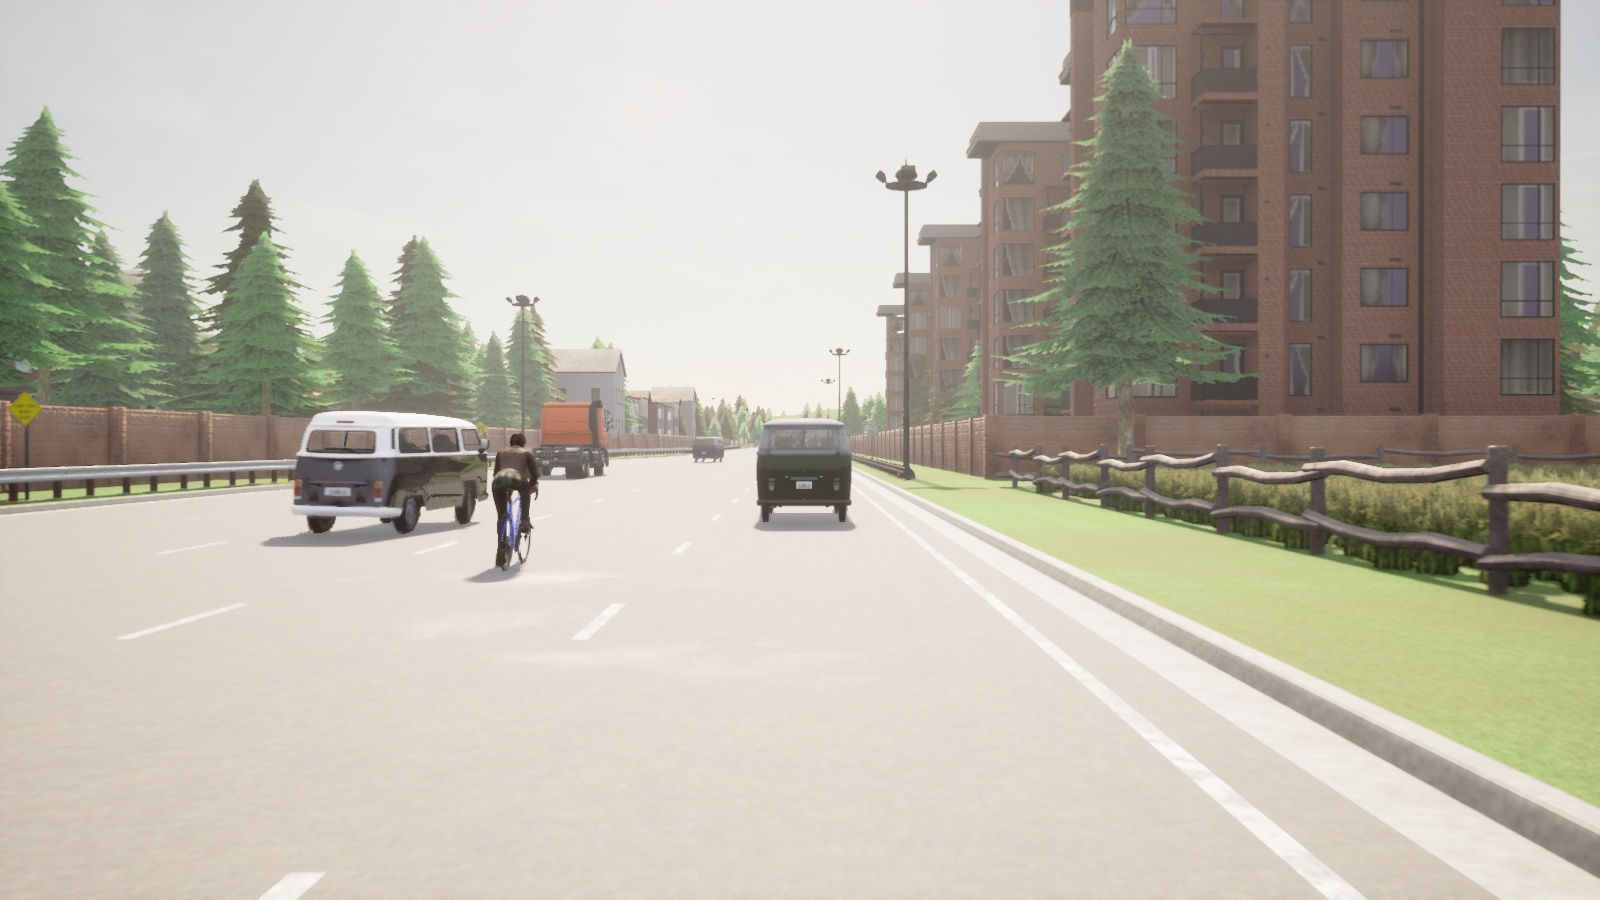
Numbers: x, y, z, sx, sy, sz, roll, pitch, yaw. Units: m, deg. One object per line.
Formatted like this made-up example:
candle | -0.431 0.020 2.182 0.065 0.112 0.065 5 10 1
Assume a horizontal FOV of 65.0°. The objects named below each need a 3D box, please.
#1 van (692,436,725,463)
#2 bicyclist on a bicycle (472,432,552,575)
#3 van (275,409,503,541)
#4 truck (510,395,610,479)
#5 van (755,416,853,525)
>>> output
van | -7.056 -0.055 97.685 1.775 1.987 4.442 0 1 6
bicyclist on a bicycle | -3.425 0.612 15.070 0.582 1.620 1.656 0 0 0
van | -7.031 0.346 22.049 2.069 2.038 4.480 1 1 7
truck | -10.431 -0.556 55.399 2.891 3.462 7.936 0 0 0
van | 0.073 0.360 25.176 1.775 1.987 4.442 0 1 0
